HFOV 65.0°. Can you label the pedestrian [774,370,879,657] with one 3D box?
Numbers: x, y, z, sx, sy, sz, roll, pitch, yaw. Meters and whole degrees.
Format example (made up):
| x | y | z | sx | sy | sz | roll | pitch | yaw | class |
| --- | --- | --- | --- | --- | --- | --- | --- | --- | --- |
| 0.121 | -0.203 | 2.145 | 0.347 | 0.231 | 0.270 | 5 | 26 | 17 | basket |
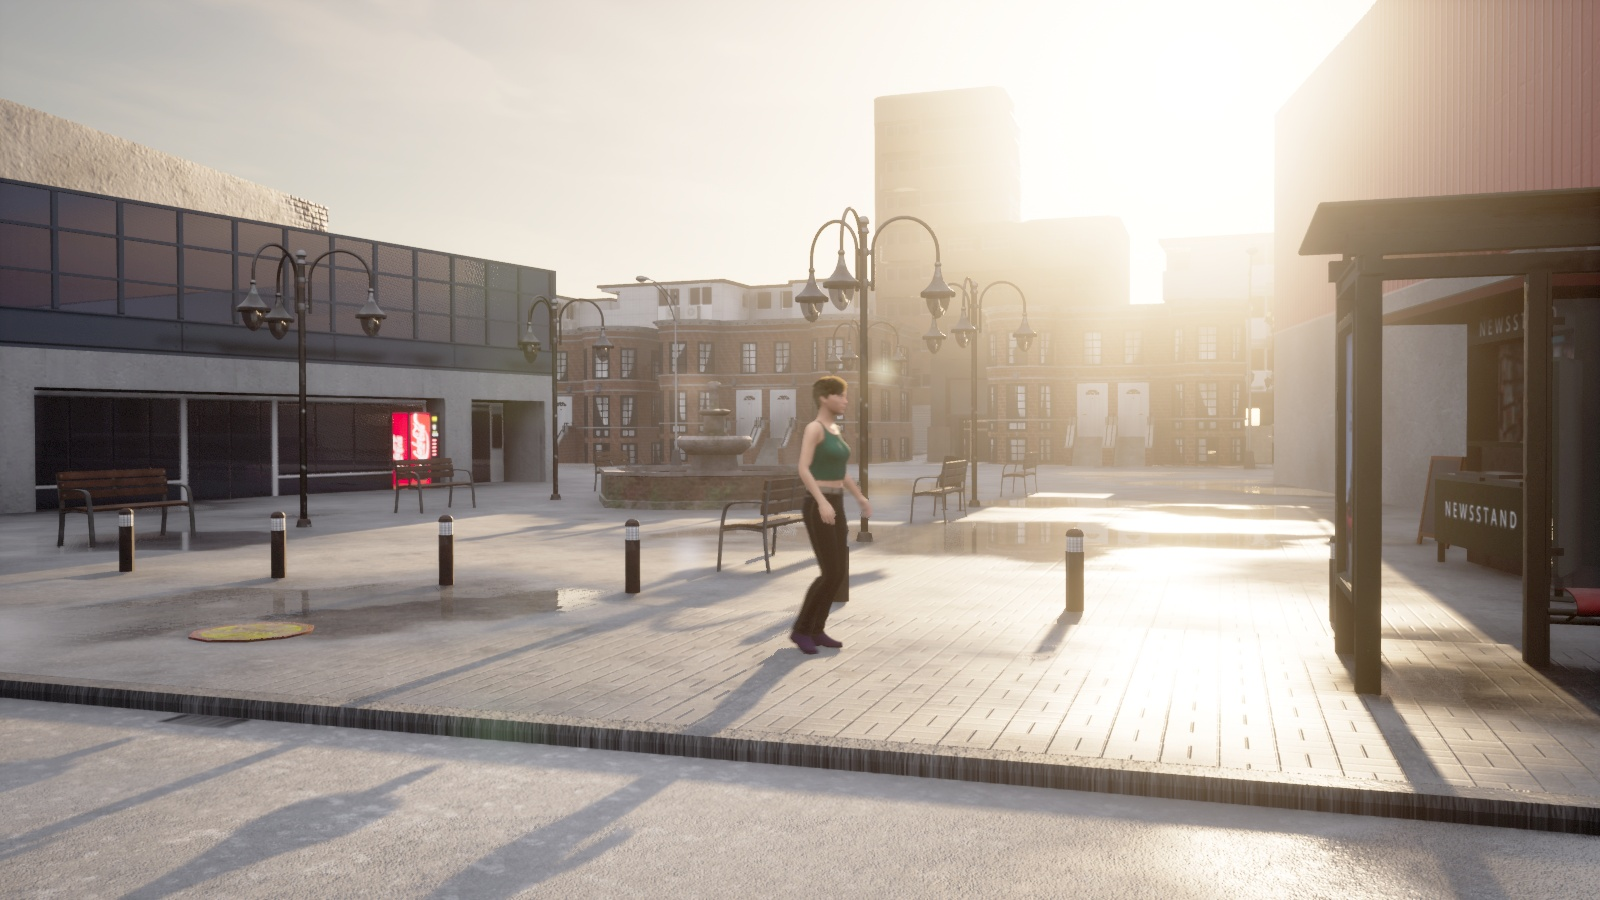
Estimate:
| x | y | z | sx | sy | sz | roll | pitch | yaw | class |
| --- | --- | --- | --- | --- | --- | --- | --- | --- | --- |
| 0.175 | 0.402 | 8.306 | 0.594 | 1.836 | 0.345 | 1 | 1 | 28 | pedestrian |
